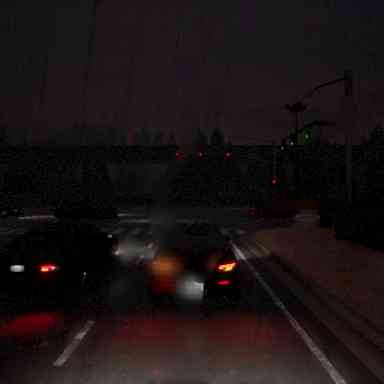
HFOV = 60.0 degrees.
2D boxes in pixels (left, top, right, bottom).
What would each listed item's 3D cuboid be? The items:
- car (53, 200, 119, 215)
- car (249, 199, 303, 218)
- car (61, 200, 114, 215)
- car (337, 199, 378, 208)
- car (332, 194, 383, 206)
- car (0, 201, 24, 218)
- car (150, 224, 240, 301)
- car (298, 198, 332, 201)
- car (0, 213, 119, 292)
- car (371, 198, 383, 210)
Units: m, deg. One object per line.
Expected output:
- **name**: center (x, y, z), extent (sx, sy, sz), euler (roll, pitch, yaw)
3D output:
- **car**: center (-8.165, 1.491, 25.759), extent (4.902, 1.511, 2.128), euler (0, 0, 0)
- **car**: center (7.096, 1.564, 29.174), extent (4.181, 1.385, 1.994), euler (0, 0, 0)
- **car**: center (-10.211, 1.525, 32.770), extent (4.674, 1.442, 1.812), euler (0, 0, 0)
- **car**: center (23.225, 1.601, 46.793), extent (4.718, 1.301, 1.895), euler (0, 0, 0)
- **car**: center (17.191, 1.221, 32.617), extent (5.566, 2.045, 2.150), euler (0, 0, 0)
- **car**: center (-17.471, 1.506, 29.310), extent (4.892, 1.490, 1.837), euler (0, 0, 0)
- **car**: center (0.071, 1.526, 8.207), extent (1.812, 1.442, 4.674), euler (0, 0, 0)
- **car**: center (16.916, 1.491, 43.320), extent (4.902, 1.511, 2.128), euler (0, 0, 0)
- **car**: center (-3.421, 1.547, 9.028), extent (2.033, 1.411, 5.357), euler (0, 0, 0)
- **car**: center (26.178, 1.526, 43.281), extent (4.674, 1.442, 1.812), euler (0, 0, 0)
